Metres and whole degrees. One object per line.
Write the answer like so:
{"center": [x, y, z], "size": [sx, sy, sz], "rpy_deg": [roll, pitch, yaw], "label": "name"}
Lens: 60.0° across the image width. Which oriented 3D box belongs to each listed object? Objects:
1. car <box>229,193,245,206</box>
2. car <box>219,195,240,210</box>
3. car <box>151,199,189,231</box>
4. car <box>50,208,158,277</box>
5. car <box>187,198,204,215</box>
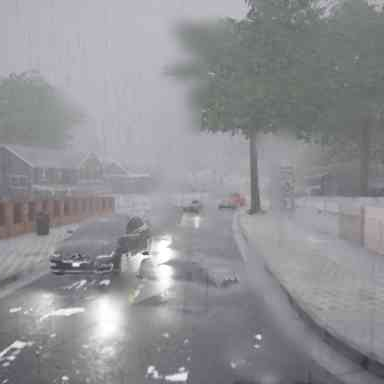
{"center": [6.948, 1.103, 51.767], "size": [2.150, 2.045, 5.566], "rpy_deg": [1, 0, 16], "label": "car"}
{"center": [4.587, 1.479, 42.109], "size": [1.994, 1.385, 4.181], "rpy_deg": [1, 0, 13], "label": "car"}
{"center": [-1.692, 1.427, 20.327], "size": [2.128, 1.511, 4.902], "rpy_deg": [0, 0, 6], "label": "car"}
{"center": [-2.526, 1.468, 10.307], "size": [1.837, 1.490, 4.892], "rpy_deg": [0, 0, 5], "label": "car"}
{"center": [0.024, 1.389, 32.981], "size": [1.882, 1.535, 5.008], "rpy_deg": [0, 0, 10], "label": "car"}
